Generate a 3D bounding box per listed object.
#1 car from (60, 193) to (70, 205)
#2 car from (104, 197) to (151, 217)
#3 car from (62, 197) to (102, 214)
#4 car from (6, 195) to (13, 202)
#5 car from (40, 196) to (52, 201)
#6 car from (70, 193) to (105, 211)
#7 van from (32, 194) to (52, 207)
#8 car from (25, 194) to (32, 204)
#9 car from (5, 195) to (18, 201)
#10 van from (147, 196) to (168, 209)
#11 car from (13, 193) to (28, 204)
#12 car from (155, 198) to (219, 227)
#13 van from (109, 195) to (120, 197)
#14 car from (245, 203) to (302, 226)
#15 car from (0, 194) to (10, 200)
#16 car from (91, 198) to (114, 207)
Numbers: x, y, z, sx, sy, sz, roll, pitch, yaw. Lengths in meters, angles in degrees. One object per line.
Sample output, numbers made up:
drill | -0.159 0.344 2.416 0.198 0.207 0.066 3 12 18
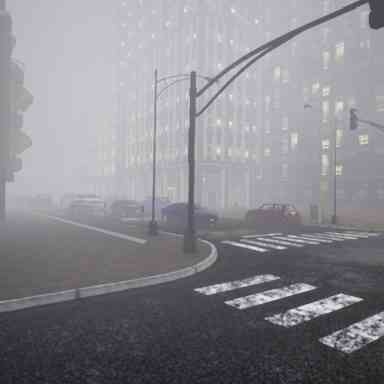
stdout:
car | -20.579 1.180 56.246 2.150 2.045 5.566 1 -1 -35
car | -5.968 1.439 30.325 1.837 1.490 4.892 1 -1 -35
car | -10.949 1.426 32.861 2.008 1.369 4.403 1 -1 -35
car | -37.124 1.396 69.697 1.947 1.339 4.313 1 -1 -35
car | -36.839 1.569 83.758 1.802 1.307 4.206 1 -1 -35
car | -12.112 1.141 39.005 2.150 2.045 5.566 1 -1 -35
van | -20.761 1.196 46.677 1.690 1.788 3.998 1 -1 -35
car | -24.037 1.431 51.279 1.802 1.307 4.206 1 -1 -35
car | -40.395 1.377 74.301 2.008 1.369 4.403 1 -1 -35
van | -4.115 1.381 37.717 1.690 1.788 3.998 1 -1 -35
car | -30.577 1.154 60.490 2.192 1.841 5.009 1 -1 -35
car | -0.243 1.425 22.265 1.882 1.535 5.008 1 -1 -36
van | -10.659 1.367 46.926 1.690 1.788 3.998 1 -1 -35
car | 5.699 1.504 23.902 1.967 1.590 4.097 1 -1 -35
car | -46.844 1.364 83.374 1.752 1.417 4.829 1 -1 -35
car | -13.935 1.585 51.528 1.947 1.339 4.313 1 -1 -35
